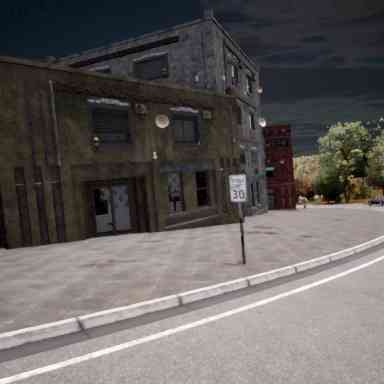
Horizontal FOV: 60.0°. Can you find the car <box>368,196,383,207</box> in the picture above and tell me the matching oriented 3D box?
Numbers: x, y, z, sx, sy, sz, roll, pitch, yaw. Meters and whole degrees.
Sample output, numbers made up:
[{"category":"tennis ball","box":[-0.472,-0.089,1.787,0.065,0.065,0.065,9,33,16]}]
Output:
[{"category":"car","box":[28.971,1.405,51.142,2.128,1.511,4.902,-5,-2,-1]}]
